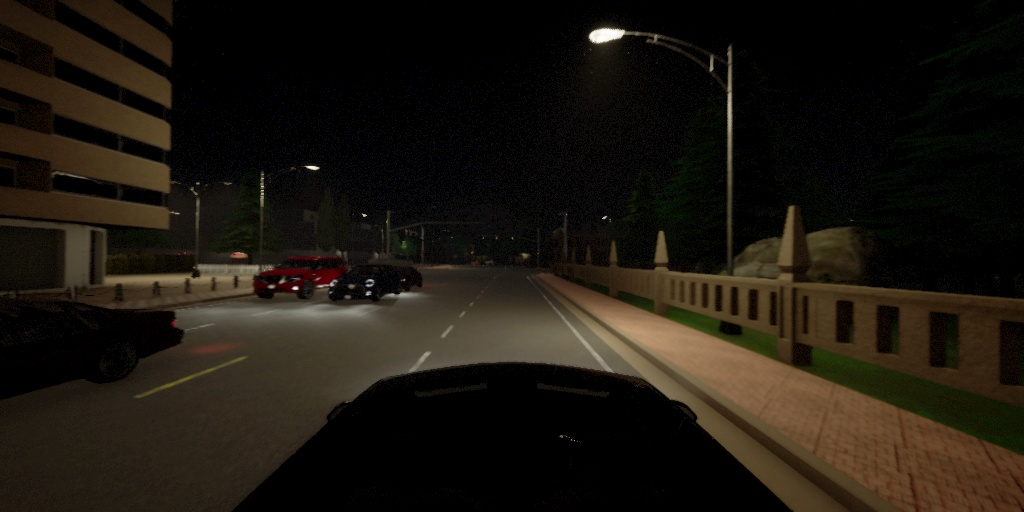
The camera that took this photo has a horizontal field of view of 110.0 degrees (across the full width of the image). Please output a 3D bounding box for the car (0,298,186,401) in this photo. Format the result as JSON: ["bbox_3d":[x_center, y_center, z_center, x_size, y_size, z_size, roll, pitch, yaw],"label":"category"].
[{"bbox_3d":[-7.103,1.257,4.344,2.033,1.411,5.357,1,-1,0],"label":"car"}]

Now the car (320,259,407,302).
[{"bbox_3d":[-7.003,1.184,17.553,2.097,1.767,4.553,1,-1,0],"label":"car"}]

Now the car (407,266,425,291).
[{"bbox_3d":[-7.067,1.405,23.176,1.812,1.442,4.674,1,0,0],"label":"car"}]

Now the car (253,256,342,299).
[{"bbox_3d":[-10.587,1.028,18.572,2.150,2.045,5.566,1,-1,0],"label":"car"}]
